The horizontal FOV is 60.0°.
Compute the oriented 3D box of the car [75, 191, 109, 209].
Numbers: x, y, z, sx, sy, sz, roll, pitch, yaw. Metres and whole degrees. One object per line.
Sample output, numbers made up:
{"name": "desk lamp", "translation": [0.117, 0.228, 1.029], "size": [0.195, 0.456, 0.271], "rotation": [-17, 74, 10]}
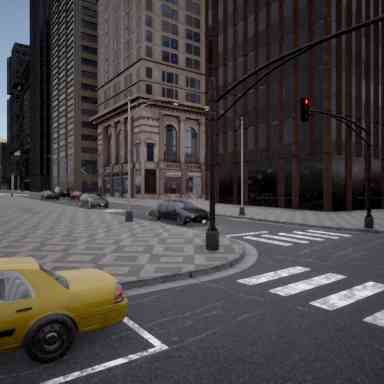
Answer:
{"name": "car", "translation": [-9.951, 0.877, 33.660], "size": [1.837, 1.490, 4.892], "rotation": [0, 2, -36]}

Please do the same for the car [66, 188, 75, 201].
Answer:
{"name": "car", "translation": [-15.982, 0.576, 47.488], "size": [1.882, 1.535, 5.008], "rotation": [0, 1, -35]}

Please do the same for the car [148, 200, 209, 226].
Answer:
{"name": "car", "translation": [-0.855, 1.224, 20.948], "size": [2.033, 1.411, 5.357], "rotation": [0, 1, -36]}

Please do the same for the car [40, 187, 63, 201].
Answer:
{"name": "car", "translation": [-21.176, 0.494, 49.502], "size": [1.882, 1.535, 5.008], "rotation": [0, 1, -35]}

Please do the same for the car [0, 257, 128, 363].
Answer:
{"name": "car", "translation": [-3.276, 1.526, 4.312], "size": [4.829, 1.417, 1.752], "rotation": [0, 0, -35]}

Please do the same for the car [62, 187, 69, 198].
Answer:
{"name": "car", "translation": [-21.947, 0.133, 55.746], "size": [2.150, 2.045, 5.566], "rotation": [0, 1, -36]}
